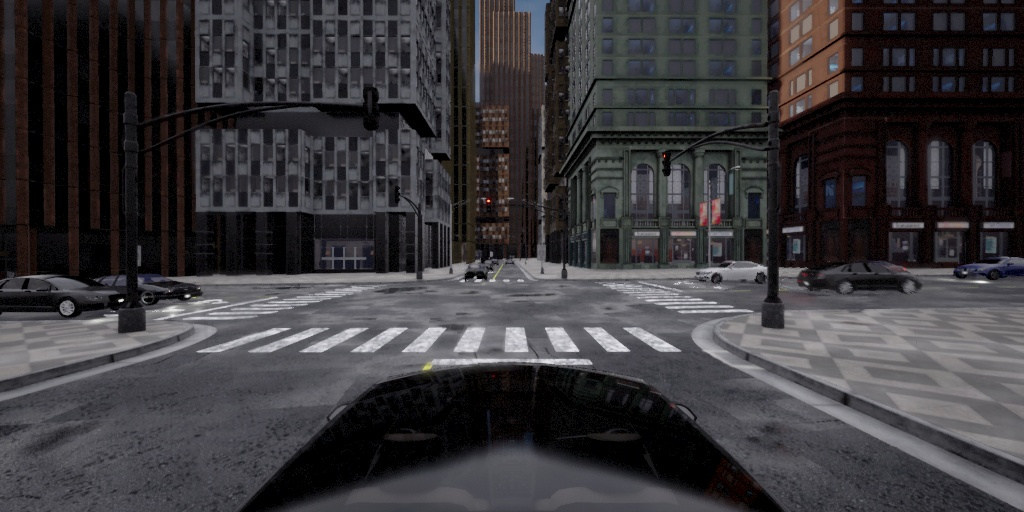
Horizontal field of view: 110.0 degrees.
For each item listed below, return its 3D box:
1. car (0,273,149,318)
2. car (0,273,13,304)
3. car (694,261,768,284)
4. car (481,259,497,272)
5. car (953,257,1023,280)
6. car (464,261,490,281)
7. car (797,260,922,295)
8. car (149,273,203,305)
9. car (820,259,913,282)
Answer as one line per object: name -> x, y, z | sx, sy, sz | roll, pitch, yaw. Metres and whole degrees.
car -> -17.420, 1.492, 13.733 | 4.892, 1.490, 1.837 | -1, 0, 0
car -> -27.349, 1.610, 16.958 | 4.892, 1.490, 1.837 | -1, 0, 0
car -> 14.600, 1.036, 23.770 | 4.674, 1.442, 1.812 | -1, 0, -1
car -> -3.321, 1.221, 46.316 | 1.837, 1.490, 4.892 | 0, 0, 0
car -> 32.382, 0.809, 23.814 | 4.674, 1.442, 1.812 | -1, 0, -1
car -> -2.956, 1.341, 29.591 | 1.895, 1.301, 4.718 | 0, 0, -4
car -> 16.450, 1.025, 17.085 | 4.892, 1.490, 1.837 | -1, 0, 0
car -> -17.863, 1.524, 17.039 | 5.357, 1.411, 2.033 | -1, 0, 5
car -> 23.422, 0.961, 23.793 | 4.181, 1.385, 1.994 | -1, 0, 0
